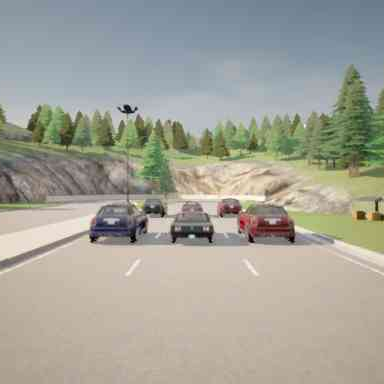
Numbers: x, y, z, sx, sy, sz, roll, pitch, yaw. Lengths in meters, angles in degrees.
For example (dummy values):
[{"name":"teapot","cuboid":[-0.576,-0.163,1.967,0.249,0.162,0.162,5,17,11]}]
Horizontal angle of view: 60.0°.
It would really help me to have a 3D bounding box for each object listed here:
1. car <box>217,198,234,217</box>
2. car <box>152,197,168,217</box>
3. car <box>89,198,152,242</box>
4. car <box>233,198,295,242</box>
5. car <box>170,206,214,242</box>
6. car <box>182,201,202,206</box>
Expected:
[{"name":"car","cuboid":[3.520,1.351,31.546,2.097,1.767,4.553,0,0,0]},{"name":"car","cuboid":[-3.480,1.351,31.546,2.097,1.767,4.553,0,0,0]},{"name":"car","cuboid":[-3.481,1.351,16.544,2.097,1.767,4.553,0,0,0]},{"name":"car","cuboid":[3.519,1.351,16.545,2.097,1.767,4.553,0,0,0]},{"name":"car","cuboid":[0.016,1.601,16.376,1.895,1.301,4.718,0,0,0]},{"name":"car","cuboid":[0.020,1.564,31.634,1.994,1.385,4.181,0,0,0]}]
